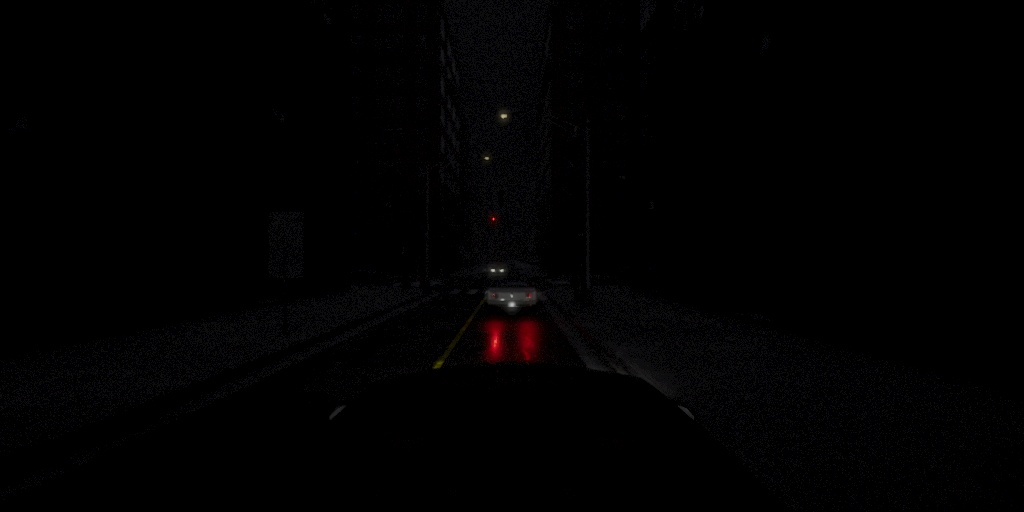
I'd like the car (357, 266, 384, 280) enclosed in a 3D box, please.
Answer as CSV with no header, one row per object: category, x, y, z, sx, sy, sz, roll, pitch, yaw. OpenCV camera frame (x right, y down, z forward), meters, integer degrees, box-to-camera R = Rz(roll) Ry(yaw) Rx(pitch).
car,-14.530,1.621,34.377,4.313,1.339,1.948,0,0,0

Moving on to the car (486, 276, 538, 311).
car,0.023,1.480,15.111,1.895,1.301,4.718,0,-1,1

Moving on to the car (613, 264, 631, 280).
car,12.353,1.345,34.336,5.009,1.841,2.192,0,0,0

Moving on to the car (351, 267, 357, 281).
car,-14.381,1.542,26.351,4.829,1.417,1.751,0,0,0
